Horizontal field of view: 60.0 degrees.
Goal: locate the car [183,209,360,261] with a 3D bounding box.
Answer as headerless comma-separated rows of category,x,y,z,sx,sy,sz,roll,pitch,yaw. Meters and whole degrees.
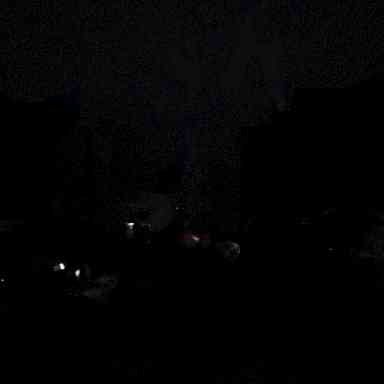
car,2.487,1.478,11.403,5.357,1.411,2.033,-1,-1,-4

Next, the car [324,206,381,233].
car,7.990,1.502,18.508,4.674,1.442,1.812,-1,-1,-3

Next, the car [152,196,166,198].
car,-5.290,1.753,50.499,1.812,1.442,4.674,-1,0,-3

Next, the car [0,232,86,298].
car,-5.357,1.556,7.659,5.357,1.411,2.033,-1,-1,-4

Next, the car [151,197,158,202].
car,-10.078,1.946,89.174,1.752,1.417,4.829,1,0,-3

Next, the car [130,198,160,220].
car,-4.273,1.631,29.864,1.882,1.535,5.008,-1,0,-1

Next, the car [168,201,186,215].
car,-1.626,1.690,35.733,2.033,1.411,5.357,-1,0,-3

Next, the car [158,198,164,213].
car,-4.734,1.753,39.869,1.994,1.385,4.181,-1,0,-3
